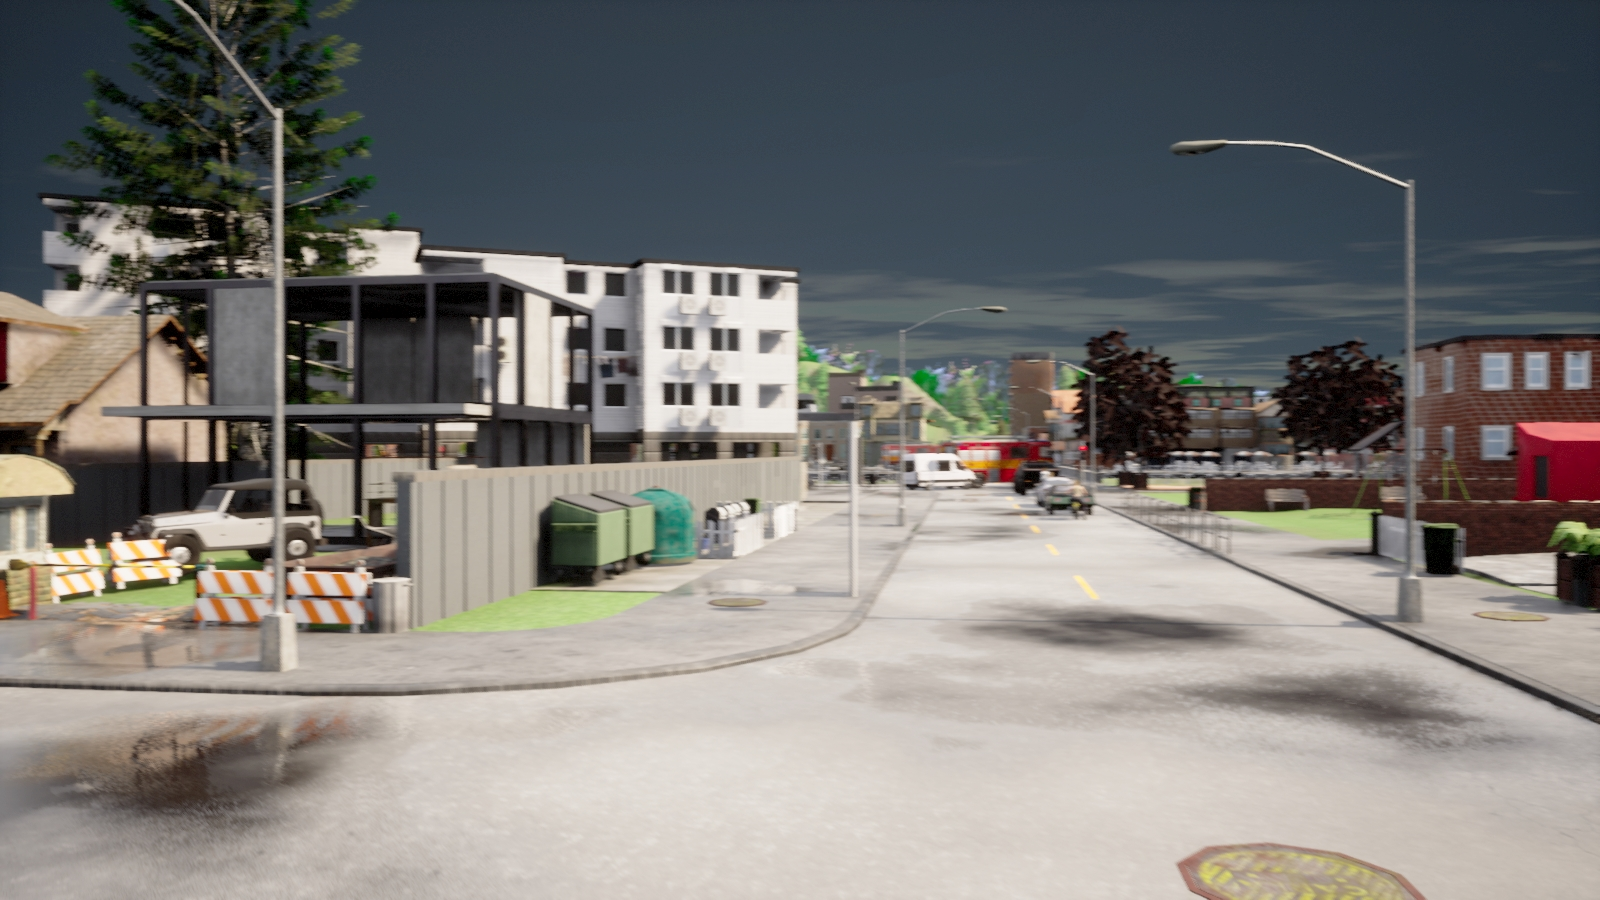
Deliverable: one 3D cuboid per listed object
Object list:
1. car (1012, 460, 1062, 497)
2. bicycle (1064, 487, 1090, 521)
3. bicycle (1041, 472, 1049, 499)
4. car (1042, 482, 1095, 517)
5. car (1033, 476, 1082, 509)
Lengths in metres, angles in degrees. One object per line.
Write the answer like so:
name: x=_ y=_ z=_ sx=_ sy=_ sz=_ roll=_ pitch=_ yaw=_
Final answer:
car: x=14.695 y=1.732 z=71.079 sx=2.390 sy=2.098 sz=6.274 roll=0 pitch=0 yaw=6
bicycle: x=10.981 y=2.141 z=45.386 sx=0.859 sy=1.276 sz=1.487 roll=0 pitch=0 yaw=8
bicycle: x=13.959 y=2.035 z=65.118 sx=0.373 sy=1.496 sz=1.643 roll=0 pitch=0 yaw=8
car: x=11.719 y=2.138 z=50.145 sx=1.895 sy=1.301 sz=4.718 roll=0 pitch=0 yaw=8
car: x=12.707 y=2.062 z=56.612 sx=2.002 sy=1.442 sz=4.674 roll=0 pitch=0 yaw=8
